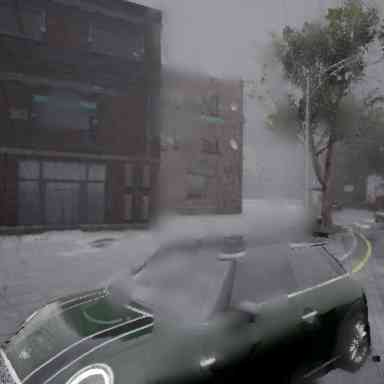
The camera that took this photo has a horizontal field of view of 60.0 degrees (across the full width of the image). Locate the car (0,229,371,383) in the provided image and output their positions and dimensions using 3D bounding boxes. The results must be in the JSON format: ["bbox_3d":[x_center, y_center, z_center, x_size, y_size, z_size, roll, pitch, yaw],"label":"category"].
[{"bbox_3d":[0.226,1.387,4.013,4.553,1.767,2.097,1,-1,-39],"label":"car"}]

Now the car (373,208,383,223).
[{"bbox_3d":[15.225,1.743,24.986,1.994,1.385,4.181,1,1,13],"label":"car"}]

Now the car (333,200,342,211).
[{"bbox_3d":[15.885,1.489,39.595,1.994,1.385,4.181,1,1,-8],"label":"car"}]
